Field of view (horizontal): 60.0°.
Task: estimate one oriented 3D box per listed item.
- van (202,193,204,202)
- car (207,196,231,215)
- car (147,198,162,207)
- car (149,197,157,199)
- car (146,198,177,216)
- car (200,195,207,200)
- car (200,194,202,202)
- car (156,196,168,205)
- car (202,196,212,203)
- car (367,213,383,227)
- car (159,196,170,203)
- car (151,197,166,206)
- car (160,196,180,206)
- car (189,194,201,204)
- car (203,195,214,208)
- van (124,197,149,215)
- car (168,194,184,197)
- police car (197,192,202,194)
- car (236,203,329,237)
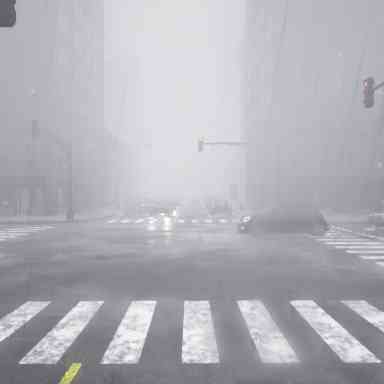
[{"bbox_3d":[2.935,1.344,56.060,1.690,1.788,3.998,0,0,0],"label":"van"},{"bbox_3d":[2.825,1.442,33.383,1.967,1.590,4.097,0,0,0],"label":"car"},{"bbox_3d":[-5.618,1.585,50.428,1.802,1.307,4.206,0,0,0],"label":"car"},{"bbox_3d":[-5.673,1.443,39.091,1.967,1.590,4.097,0,0,0],"label":"car"},{"bbox_3d":[-2.943,1.603,33.197,1.895,1.301,4.718,0,0,3],"label":"car"},{"bbox_3d":[3.100,1.558,90.076,1.947,1.339,4.313,0,0,0],"label":"car"},{"bbox_3d":[2.963,1.527,61.899,1.752,1.417,4.829,0,0,0],"label":"car"},{"bbox_3d":[-5.564,1.527,61.594,1.752,1.417,4.829,0,0,0],"label":"car"},{"bbox_3d":[2.990,1.551,67.399,2.008,1.369,4.403,0,0,0],"label":"car"},{"bbox_3d":[13.633,1.615,20.716,4.718,1.301,1.895,0,0,0],"label":"car"},{"bbox_3d":[-5.535,1.566,67.432,1.947,1.339,4.313,0,0,0],"label":"car"},{"bbox_3d":[-5.591,1.569,56.096,1.947,1.339,4.313,0,0,0],"label":"car"},{"bbox_3d":[-2.894,1.604,43.180,1.895,1.301,4.718,0,0,1],"label":"car"},{"bbox_3d":[0.408,1.549,62.618,2.033,1.411,5.357,0,0,0],"label":"car"},{"bbox_3d":[2.880,1.443,44.721,1.967,1.590,4.097,0,0,0],"label":"car"},{"bbox_3d":[-5.701,1.343,33.423,1.690,1.788,3.998,0,0,0],"label":"van"},{"bbox_3d":[-2.834,1.550,53.870,2.033,1.411,5.357,0,0,1],"label":"car"},{"bbox_3d":[2.747,1.421,79.490,1.930,1.638,5.238,0,0,0],"label":"police car"},{"bbox_3d":[4.604,1.357,17.414,4.553,1.767,2.097,0,0,0],"label":"car"}]
